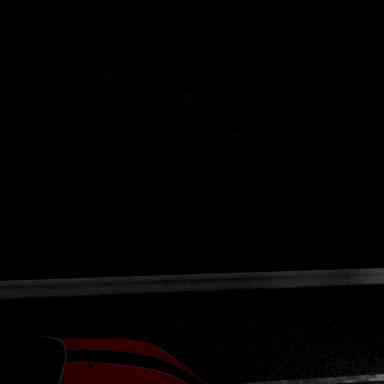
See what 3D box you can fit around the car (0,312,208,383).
[{"bbox_3d":[-1.885,1.352,1.629,4.553,1.767,2.097,0,0,-6],"label":"car"}]
